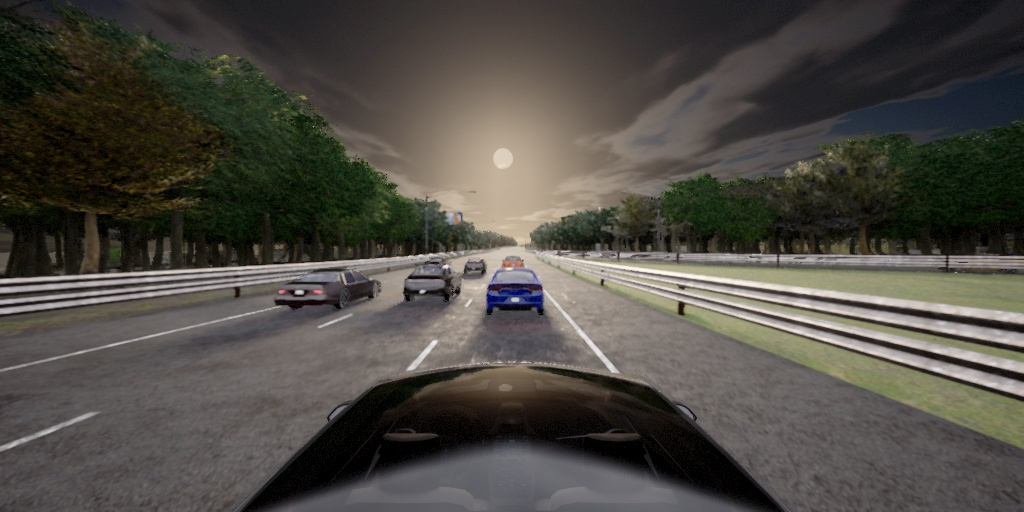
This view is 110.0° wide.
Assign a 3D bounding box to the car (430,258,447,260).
[{"bbox_3d":[-6.898,0.882,34.042,1.837,1.490,4.892,0,1,0],"label":"car"}]

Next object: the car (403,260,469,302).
[{"bbox_3d":[-3.401,1.131,16.054,2.128,1.511,4.902,0,1,0],"label":"car"}]

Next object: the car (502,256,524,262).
[{"bbox_3d":[0.101,0.734,33.775,2.097,1.767,4.553,0,1,0],"label":"car"}]

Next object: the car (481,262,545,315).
[{"bbox_3d":[0.100,1.142,13.237,1.882,1.535,5.008,0,0,0],"label":"car"}]

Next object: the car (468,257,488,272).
[{"bbox_3d":[-3.399,0.869,33.998,2.128,1.511,4.902,0,1,0],"label":"car"}]

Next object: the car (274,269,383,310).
[{"bbox_3d":[-6.898,1.204,14.144,2.033,1.411,5.357,0,0,0],"label":"car"}]

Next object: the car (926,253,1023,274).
[{"bbox_3d":[36.938,0.527,28.417,5.366,1.575,1.801,1,1,44],"label":"car"}]
